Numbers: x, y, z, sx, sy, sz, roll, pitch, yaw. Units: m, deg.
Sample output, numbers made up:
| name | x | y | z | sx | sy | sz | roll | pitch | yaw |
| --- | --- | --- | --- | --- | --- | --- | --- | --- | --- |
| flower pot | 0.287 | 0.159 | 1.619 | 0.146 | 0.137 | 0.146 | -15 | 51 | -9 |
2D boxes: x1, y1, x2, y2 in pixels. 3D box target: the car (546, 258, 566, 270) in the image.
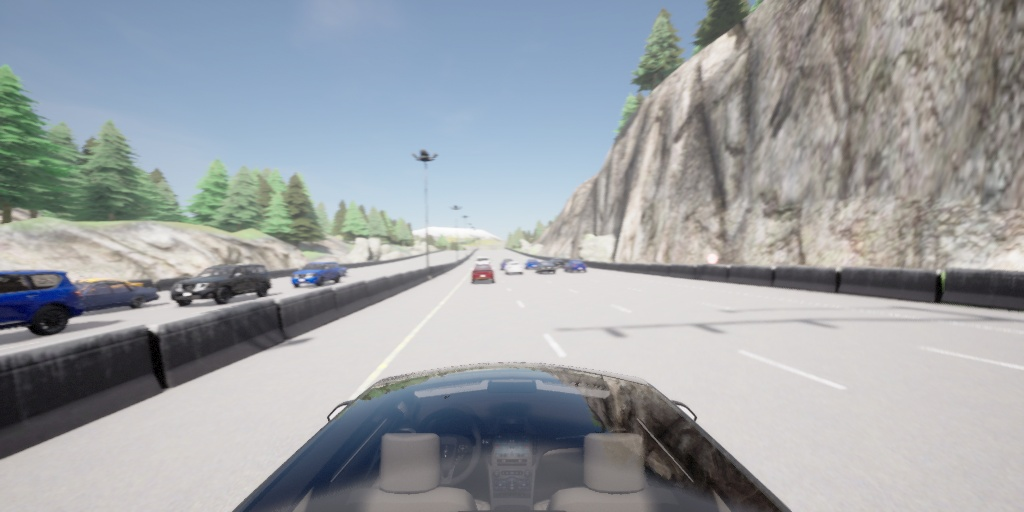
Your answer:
| name | x | y | z | sx | sy | sz | roll | pitch | yaw |
| --- | --- | --- | --- | --- | --- | --- | --- | --- | --- |
| car | 6.326 | 1.087 | 51.886 | 1.837 | 1.490 | 4.892 | -2 | 1 | -4 |

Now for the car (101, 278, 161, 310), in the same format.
| name | x | y | z | sx | sy | sz | roll | pitch | yaw |
| --- | --- | --- | --- | --- | --- | --- | --- | --- | --- |
| car | -19.112 | 1.915 | 16.275 | 2.033 | 1.411 | 5.357 | -2 | 0 | -4 |

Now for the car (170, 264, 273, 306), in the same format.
| name | x | y | z | sx | sy | sz | roll | pitch | yaw |
| --- | --- | --- | --- | --- | --- | --- | --- | --- | --- |
| car | -15.903 | 1.515 | 20.088 | 2.150 | 2.045 | 5.566 | -2 | 0 | -4 |

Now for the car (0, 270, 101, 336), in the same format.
| name | x | y | z | sx | sy | sz | roll | pitch | yaw |
| --- | --- | --- | --- | --- | --- | --- | --- | --- | --- |
| car | -15.081 | 1.437 | 9.460 | 2.150 | 2.045 | 5.566 | -2 | 0 | -5 |

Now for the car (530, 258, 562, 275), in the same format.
| name | x | y | z | sx | sy | sz | roll | pitch | yaw |
| --- | --- | --- | --- | --- | --- | --- | --- | --- | --- |
| car | 3.709 | 1.277 | 40.184 | 2.033 | 1.411 | 5.357 | -2 | 0 | -4 |

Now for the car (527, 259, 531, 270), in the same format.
| name | x | y | z | sx | sy | sz | roll | pitch | yaw |
| --- | --- | --- | --- | --- | --- | --- | --- | --- | --- |
| car | 2.794 | 1.150 | 52.236 | 1.882 | 1.535 | 5.008 | -2 | 1 | -4 |

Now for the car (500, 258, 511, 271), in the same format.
| name | x | y | z | sx | sy | sz | roll | pitch | yaw |
| --- | --- | --- | --- | --- | --- | --- | --- | --- | --- |
| car | -0.665 | 1.123 | 51.508 | 2.097 | 1.767 | 4.553 | -2 | 0 | -4 |

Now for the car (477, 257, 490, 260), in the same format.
| name | x | y | z | sx | sy | sz | roll | pitch | yaw |
| --- | --- | --- | --- | --- | --- | --- | --- | --- | --- |
| car | -3.917 | 1.102 | 48.941 | 2.150 | 2.045 | 5.566 | -2 | 0 | -4 |

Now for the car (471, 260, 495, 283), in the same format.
| name | x | y | z | sx | sy | sz | roll | pitch | yaw |
| --- | --- | --- | --- | --- | --- | --- | --- | --- | --- |
| car | -2.453 | 1.406 | 30.343 | 1.882 | 1.535 | 5.008 | -2 | 0 | -4 |

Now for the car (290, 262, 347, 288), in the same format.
| name | x | y | z | sx | sy | sz | roll | pitch | yaw |
| --- | --- | --- | --- | --- | --- | --- | --- | --- | --- |
| car | -16.734 | 1.537 | 30.994 | 2.150 | 2.045 | 5.566 | -2 | 0 | -3 |

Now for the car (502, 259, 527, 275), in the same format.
| name | x | y | z | sx | sy | sz | roll | pitch | yaw |
| --- | --- | --- | --- | --- | --- | --- | --- | --- | --- |
| car | 0.189 | 1.351 | 40.326 | 1.812 | 1.442 | 4.674 | -2 | 0 | -4 |

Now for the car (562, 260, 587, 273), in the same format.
| name | x | y | z | sx | sy | sz | roll | pitch | yaw |
| --- | --- | --- | --- | --- | --- | --- | --- | --- | --- |
| car | 7.165 | 1.158 | 40.863 | 1.812 | 1.442 | 4.674 | -2 | 0 | -4 |
